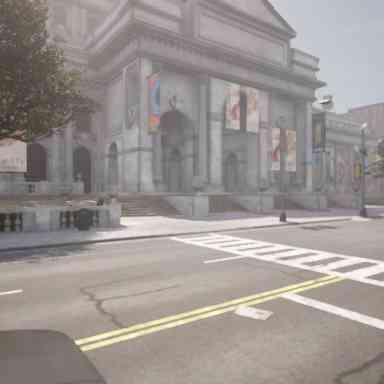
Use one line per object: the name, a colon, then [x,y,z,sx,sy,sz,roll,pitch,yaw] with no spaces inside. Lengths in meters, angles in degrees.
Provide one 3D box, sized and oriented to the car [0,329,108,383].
car: [-3.063,1.548,1.578,5.357,1.411,2.033,0,0,-35]
